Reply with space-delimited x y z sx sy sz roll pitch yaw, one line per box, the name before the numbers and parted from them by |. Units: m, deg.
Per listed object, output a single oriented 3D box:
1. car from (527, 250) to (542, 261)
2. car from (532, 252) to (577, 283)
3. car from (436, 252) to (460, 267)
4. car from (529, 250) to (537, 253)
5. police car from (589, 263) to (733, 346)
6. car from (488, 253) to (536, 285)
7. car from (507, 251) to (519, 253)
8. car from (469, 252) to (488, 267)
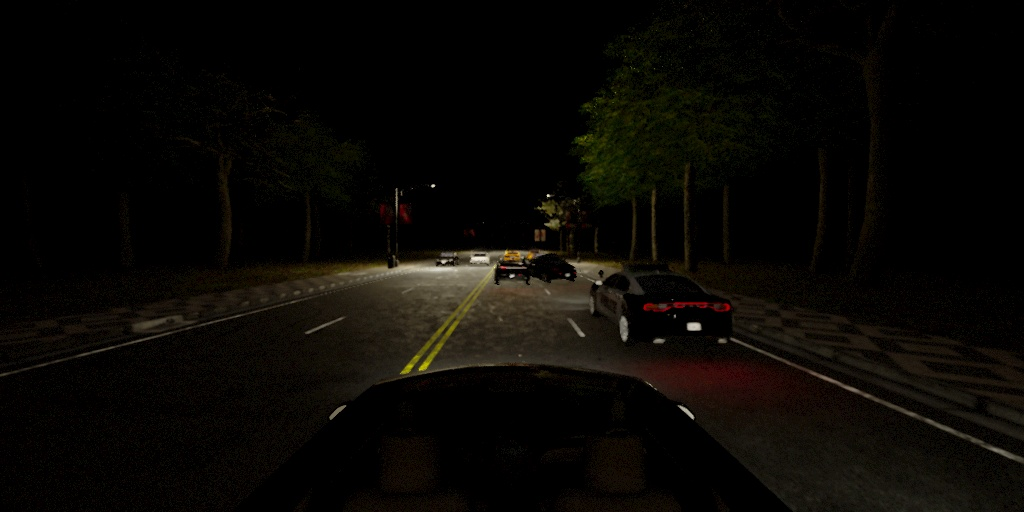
car | 3.254 -0.097 52.857 1.882 1.535 5.008 0 2 0
car | 2.174 0.774 21.697 1.812 1.442 4.674 -3 3 -22
car | -6.585 0.334 37.139 2.128 1.511 4.902 0 2 0
car | 3.253 0.281 41.863 1.994 1.385 4.181 0 2 0
police car | 3.250 0.996 8.982 1.930 1.638 5.238 0 1 0
car | 0.043 0.771 20.361 2.128 1.511 4.902 1 1 1
car | 0.104 0.179 42.466 1.882 1.535 5.008 0 2 0
car | -3.334 0.348 37.916 1.812 1.442 4.674 0 2 0
